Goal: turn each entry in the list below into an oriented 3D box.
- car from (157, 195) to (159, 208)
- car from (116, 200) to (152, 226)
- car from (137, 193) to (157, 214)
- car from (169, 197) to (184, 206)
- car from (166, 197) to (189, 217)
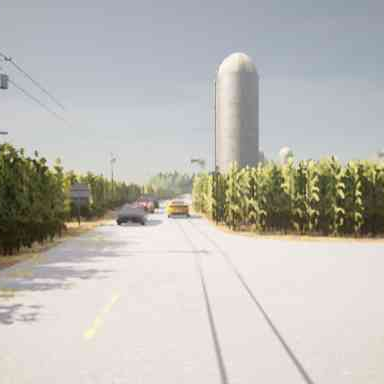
[{"bbox_3d":[-5.668,1.182,45.406,2.150,2.045,5.566,0,0,-2],"label":"car"},{"bbox_3d":[-4.144,1.527,23.623,2.033,1.411,5.357,0,0,-4],"label":"car"},{"bbox_3d":[-5.008,1.321,34.617,2.097,1.767,4.553,0,0,-5],"label":"car"},{"bbox_3d":[-2.452,1.499,55.547,2.033,1.411,5.357,0,0,2],"label":"car"},{"bbox_3d":[-1.360,1.450,31.015,1.882,1.535,5.008,0,0,-5],"label":"car"}]
